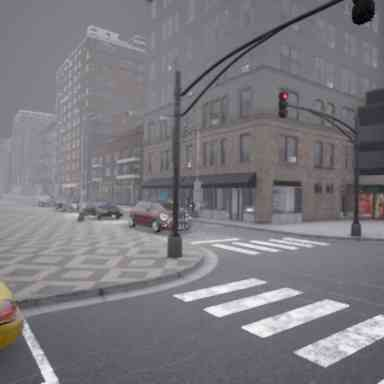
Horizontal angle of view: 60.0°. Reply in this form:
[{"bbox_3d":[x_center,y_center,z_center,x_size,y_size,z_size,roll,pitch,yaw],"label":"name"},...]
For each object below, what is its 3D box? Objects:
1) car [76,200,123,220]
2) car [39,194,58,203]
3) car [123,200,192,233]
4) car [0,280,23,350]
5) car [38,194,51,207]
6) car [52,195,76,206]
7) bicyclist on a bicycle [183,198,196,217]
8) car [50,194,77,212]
[{"bbox_3d":[-7.428,1.406,27.227,2.033,1.411,5.357,1,0,-36],"label":"car"},{"bbox_3d":[-24.841,1.103,57.475,2.128,1.511,4.902,1,0,-35],"label":"car"},{"bbox_3d":[-1.912,1.296,19.413,2.097,1.767,4.553,1,0,-35],"label":"car"},{"bbox_3d":[-4.529,1.507,3.524,4.829,1.417,1.752,1,0,-36],"label":"car"},{"bbox_3d":[-18.774,1.206,43.395,1.812,1.442,4.674,1,0,-34],"label":"car"},{"bbox_3d":[-18.958,1.250,49.138,2.033,1.411,5.357,1,0,-35],"label":"car"},{"bbox_3d":[-0.150,1.323,27.738,1.656,1.620,0.582,1,0,-35],"label":"bicyclist on a bicycle"},{"bbox_3d":[-13.103,1.261,35.294,2.128,1.511,4.902,1,0,-35],"label":"car"}]
